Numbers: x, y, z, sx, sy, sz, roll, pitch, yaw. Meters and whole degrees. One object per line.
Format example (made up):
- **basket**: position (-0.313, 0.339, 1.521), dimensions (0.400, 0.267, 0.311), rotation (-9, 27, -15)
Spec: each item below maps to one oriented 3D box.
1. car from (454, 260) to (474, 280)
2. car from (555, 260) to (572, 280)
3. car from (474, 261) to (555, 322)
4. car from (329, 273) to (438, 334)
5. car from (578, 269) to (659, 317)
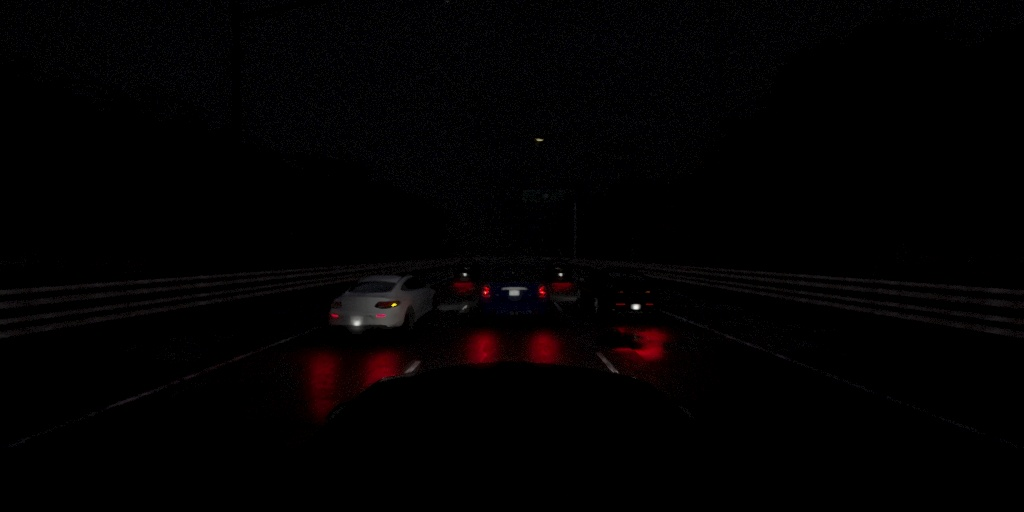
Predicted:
- **car**: position (-3.422, 1.090, 28.585), dimensions (1.837, 1.490, 4.892), rotation (0, 0, 0)
- **car**: position (3.578, 1.091, 28.551), dimensions (1.837, 1.490, 4.892), rotation (0, 0, 0)
- **car**: position (0.077, 1.035, 12.093), dimensions (2.097, 1.767, 4.553), rotation (0, 0, 0)
- **car**: position (-3.428, 1.220, 10.273), dimensions (1.812, 1.442, 4.674), rotation (0, 1, 0)
- **car**: position (3.579, 1.185, 12.745), dimensions (1.837, 1.490, 4.892), rotation (0, 1, 0)
